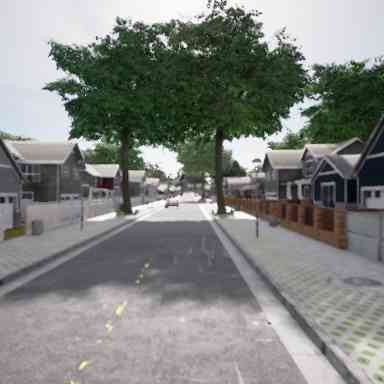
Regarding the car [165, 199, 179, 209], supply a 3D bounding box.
[{"bbox_3d":[-2.890,1.652,48.793,1.994,1.385,4.181,0,0,0],"label":"car"}]
